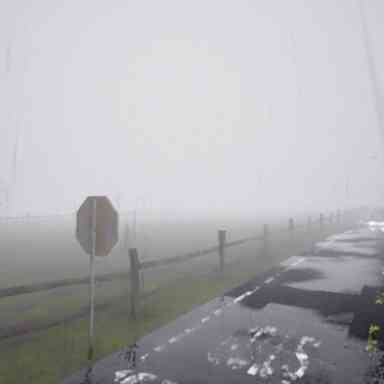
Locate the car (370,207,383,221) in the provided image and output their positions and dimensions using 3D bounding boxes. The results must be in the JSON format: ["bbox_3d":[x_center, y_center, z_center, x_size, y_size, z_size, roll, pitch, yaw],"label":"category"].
[{"bbox_3d":[21.445,2.451,37.894,2.128,1.511,4.902,-1,-2,32],"label":"car"}]
